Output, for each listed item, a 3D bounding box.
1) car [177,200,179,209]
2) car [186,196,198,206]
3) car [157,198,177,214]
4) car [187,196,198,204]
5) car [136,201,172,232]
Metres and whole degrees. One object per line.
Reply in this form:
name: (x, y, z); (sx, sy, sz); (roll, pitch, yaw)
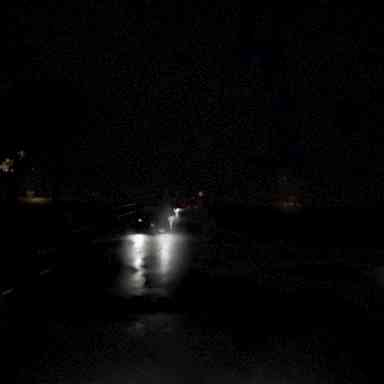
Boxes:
car: (-2.811, 1.552, 46.791); (1.812, 1.442, 4.674); (0, 0, 0)
car: (0.039, 1.580, 57.019); (1.812, 1.442, 4.674); (0, 0, 0)
car: (-2.826, 1.477, 33.160); (1.882, 1.535, 5.008); (0, 0, 0)
car: (0.045, 1.580, 67.304); (2.128, 1.511, 4.902); (0, 0, 0)
car: (-2.385, 1.514, 20.133); (1.812, 1.442, 4.674); (0, 0, -7)
